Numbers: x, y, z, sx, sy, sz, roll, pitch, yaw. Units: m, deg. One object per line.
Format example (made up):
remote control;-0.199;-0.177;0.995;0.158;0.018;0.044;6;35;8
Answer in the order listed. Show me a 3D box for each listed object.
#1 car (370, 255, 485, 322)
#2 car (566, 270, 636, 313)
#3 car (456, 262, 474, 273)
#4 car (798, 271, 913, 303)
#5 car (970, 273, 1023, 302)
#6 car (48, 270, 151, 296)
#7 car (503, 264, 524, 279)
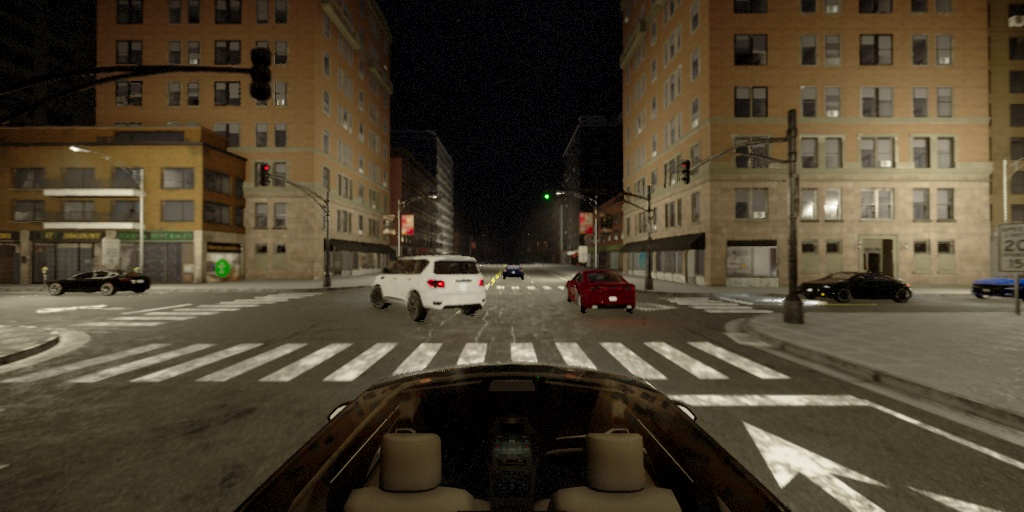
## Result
car;-3.177;1.018;12.924;2.150;2.045;5.566;2;-2;-39
car;3.357;1.285;14.394;1.882;1.535;5.008;0;0;0
car;-6.475;1.519;49.699;1.994;1.385;4.181;0;0;0
car;16.043;1.425;16.941;4.181;1.385;1.994;0;0;0
car;24.862;1.357;16.899;5.008;1.535;1.882;0;0;1
car;-22.114;1.404;19.345;4.313;1.339;1.948;0;0;0
car;0.123;1.456;34.127;1.994;1.385;4.181;0;0;0
